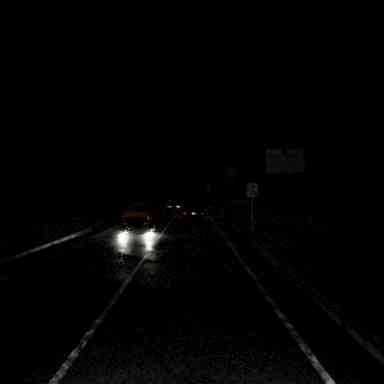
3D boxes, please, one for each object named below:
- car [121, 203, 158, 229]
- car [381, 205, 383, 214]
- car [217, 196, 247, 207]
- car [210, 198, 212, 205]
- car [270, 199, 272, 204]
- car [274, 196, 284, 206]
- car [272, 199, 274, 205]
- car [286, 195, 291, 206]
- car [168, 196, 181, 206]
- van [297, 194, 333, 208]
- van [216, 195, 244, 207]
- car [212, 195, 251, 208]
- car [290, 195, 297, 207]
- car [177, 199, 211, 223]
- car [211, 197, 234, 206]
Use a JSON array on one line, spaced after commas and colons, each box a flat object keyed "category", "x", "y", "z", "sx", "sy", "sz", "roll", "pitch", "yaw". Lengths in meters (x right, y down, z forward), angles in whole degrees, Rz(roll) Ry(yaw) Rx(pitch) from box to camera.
[{"category": "car", "x": -3.349, "y": 1.474, "z": 21.919, "sx": 1.882, "sy": 1.535, "sz": 5.008, "roll": 0, "pitch": 0, "yaw": 0}, {"category": "car", "x": 18.685, "y": 1.482, "z": 28.438, "sx": 4.674, "sy": 1.452, "sz": 2.002, "roll": 0, "pitch": 0, "yaw": 0}, {"category": "car", "x": 6.283, "y": 1.507, "z": 52.701, "sx": 4.553, "sy": 1.767, "sz": 2.185, "roll": 0, "pitch": -1, "yaw": 0}, {"category": "car", "x": 6.199, "y": 1.594, "z": 61.930, "sx": 5.566, "sy": 2.045, "sz": 2.435, "roll": 0, "pitch": -1, "yaw": -1}, {"category": "car", "x": 18.362, "y": 1.713, "z": 65.867, "sx": 5.566, "sy": 2.045, "sz": 2.435, "roll": 0, "pitch": -2, "yaw": -1}, {"category": "car", "x": 18.430, "y": 1.555, "z": 60.407, "sx": 5.566, "sy": 2.045, "sz": 2.435, "roll": 0, "pitch": -2, "yaw": -1}, {"category": "car", "x": 18.418, "y": 1.886, "z": 63.192, "sx": 4.892, "sy": 1.521, "sz": 2.231, "roll": 0, "pitch": -2, "yaw": -1}, {"category": "car", "x": 18.690, "y": 1.672, "z": 54.687, "sx": 5.366, "sy": 1.575, "sz": 1.946, "roll": 0, "pitch": -1, "yaw": 0}, {"category": "car", "x": -3.343, "y": 1.675, "z": 63.809, "sx": 2.150, "sy": 2.045, "sz": 5.566, "roll": 0, "pitch": -2, "yaw": 0}, {"category": "van", "x": 18.432, "y": 1.351, "z": 49.234, "sx": 4.442, "sy": 1.987, "sz": 1.878, "roll": 0, "pitch": -1, "yaw": 0}, {"category": "van", "x": 6.344, "y": 1.471, "z": 55.740, "sx": 4.442, "sy": 1.987, "sz": 1.878, "roll": 0, "pitch": -1, "yaw": 0}, {"category": "car", "x": 6.091, "y": 1.581, "z": 49.779, "sx": 5.366, "sy": 1.575, "sz": 1.946, "roll": 0, "pitch": -1, "yaw": 0}, {"category": "car", "x": 18.711, "y": 1.621, "z": 52.027, "sx": 5.366, "sy": 1.575, "sz": 1.946, "roll": 0, "pitch": -1, "yaw": 0}, {"category": "car", "x": 0.099, "y": 1.543, "z": 25.576, "sx": 2.033, "sy": 1.411, "sz": 5.357, "roll": 0, "pitch": 0, "yaw": 0}, {"category": "car", "x": 6.127, "y": 1.897, "z": 67.877, "sx": 4.553, "sy": 1.767, "sz": 2.185, "roll": 0, "pitch": -2, "yaw": -1}]
